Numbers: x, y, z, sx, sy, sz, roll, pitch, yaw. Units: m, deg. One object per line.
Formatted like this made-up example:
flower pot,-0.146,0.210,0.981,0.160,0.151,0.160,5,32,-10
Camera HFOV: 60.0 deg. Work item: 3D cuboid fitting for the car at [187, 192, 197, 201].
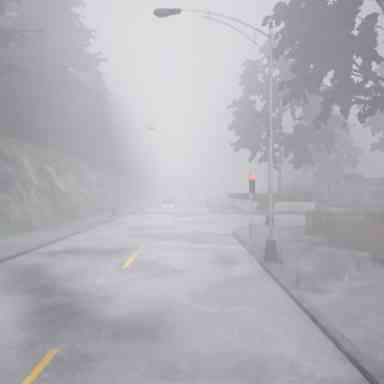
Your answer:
car,-0.008,1.360,74.274,1.812,1.442,4.674,0,0,0

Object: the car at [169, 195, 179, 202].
car,-4.008,1.401,73.069,1.994,1.385,4.181,0,0,0

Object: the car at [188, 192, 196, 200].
car,-0.009,1.041,84.506,2.150,2.045,5.566,0,0,0

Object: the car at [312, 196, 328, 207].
car,15.782,1.212,42.749,1.994,1.381,4.181,0,0,0

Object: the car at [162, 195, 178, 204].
car,-4.054,1.444,57.592,1.994,1.385,4.181,0,0,0
